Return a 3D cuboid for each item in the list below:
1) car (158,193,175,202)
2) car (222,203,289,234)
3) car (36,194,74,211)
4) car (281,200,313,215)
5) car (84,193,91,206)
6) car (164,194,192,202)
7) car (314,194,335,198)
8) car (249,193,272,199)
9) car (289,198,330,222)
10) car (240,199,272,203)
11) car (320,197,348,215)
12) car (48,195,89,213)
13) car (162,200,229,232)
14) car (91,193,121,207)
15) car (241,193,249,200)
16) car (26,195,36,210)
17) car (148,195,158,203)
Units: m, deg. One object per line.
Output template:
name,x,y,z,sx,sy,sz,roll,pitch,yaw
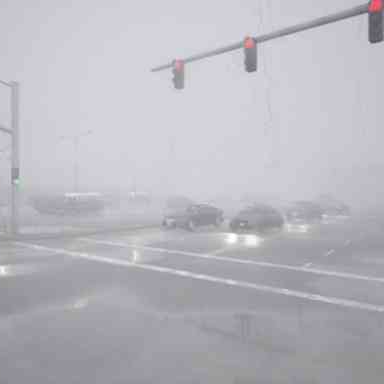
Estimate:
car,-5.088,1.191,74.862,1.905,1.878,3.866,0,0,37
car,3.882,1.589,19.769,1.994,1.385,4.181,0,0,36
car,-17.899,1.409,43.841,1.784,1.438,3.905,0,0,37
car,11.384,1.619,35.788,1.895,1.301,4.718,0,0,37
car,-17.821,1.410,62.580,1.784,1.438,3.905,0,0,37
car,-1.931,1.426,50.777,1.970,1.475,3.806,0,0,37
car,17.754,1.234,44.331,2.150,2.045,5.566,0,0,34
car,12.961,1.171,61.397,1.932,1.855,4.605,0,0,37
car,9.157,1.512,26.900,2.128,1.511,4.902,0,0,36
car,5.438,1.587,27.756,1.994,1.385,4.181,0,0,36
car,15.040,1.541,34.832,1.812,1.442,4.674,0,0,36
car,-15.578,1.439,42.111,1.970,1.475,3.806,0,0,37
car,0.166,1.519,20.630,2.128,1.511,4.902,0,0,36
car,-15.537,1.197,60.798,1.932,1.855,4.605,0,0,37
car,10.672,1.176,63.170,1.905,1.878,3.866,0,0,37
car,-20.082,1.201,45.404,1.932,1.855,4.605,0,0,37
car,-7.403,1.432,76.600,1.970,1.475,3.806,0,0,37
